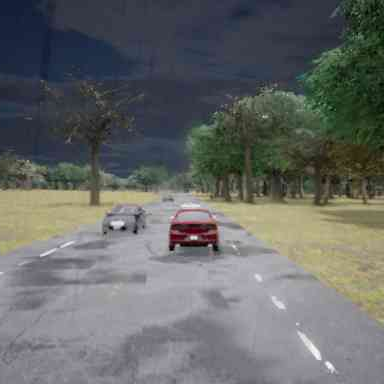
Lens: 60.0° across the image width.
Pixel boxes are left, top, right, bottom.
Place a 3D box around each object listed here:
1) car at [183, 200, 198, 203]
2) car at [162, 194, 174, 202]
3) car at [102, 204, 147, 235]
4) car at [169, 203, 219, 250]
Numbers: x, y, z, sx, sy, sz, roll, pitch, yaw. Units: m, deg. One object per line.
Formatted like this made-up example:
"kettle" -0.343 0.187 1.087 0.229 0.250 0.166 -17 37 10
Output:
"car" -0.141 1.455 33.280 1.895 1.301 4.718 0 0 -1
"car" -4.347 1.091 60.740 1.994 1.385 4.181 0 1 -1
"car" -3.673 1.446 18.696 2.128 1.511 4.902 0 0 0
"car" 0.056 1.453 14.247 1.882 1.535 5.008 0 0 0
